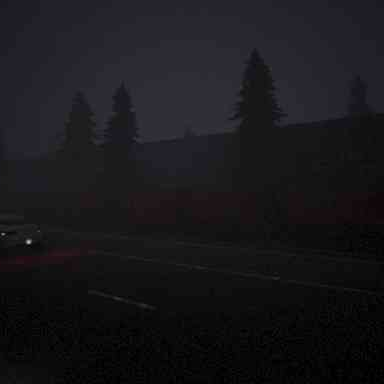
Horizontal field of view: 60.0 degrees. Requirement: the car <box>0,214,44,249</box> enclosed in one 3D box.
[{"bbox_3d":[-8.042,1.663,13.918,4.674,1.442,1.812,0,0,36],"label":"car"}]
